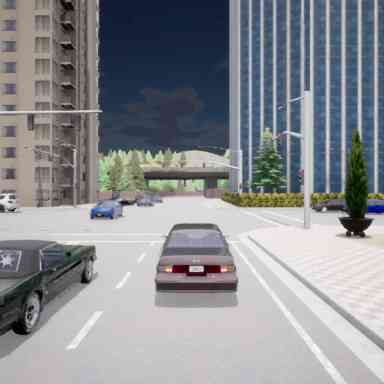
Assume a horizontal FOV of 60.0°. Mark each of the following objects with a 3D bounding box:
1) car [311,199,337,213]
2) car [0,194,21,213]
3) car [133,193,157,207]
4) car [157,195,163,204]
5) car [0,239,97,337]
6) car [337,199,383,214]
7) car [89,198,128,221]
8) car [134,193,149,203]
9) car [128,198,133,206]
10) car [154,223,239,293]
[{"bbox_3d":[15.665,1.505,36.560,4.892,1.490,1.837,0,0,0],"label":"car"},{"bbox_3d":[-21.541,1.221,35.941,5.566,2.045,2.150,0,0,2],"label":"car"},{"bbox_3d":[-6.993,1.352,49.991,2.097,1.767,4.553,0,0,0],"label":"car"},{"bbox_3d":[-6.910,1.352,65.157,2.097,1.767,4.553,0,0,1],"label":"car"},{"bbox_3d":[-3.425,1.601,6.659,1.895,1.301,4.718,0,0,1],"label":"car"},{"bbox_3d":[17.616,1.477,33.076,5.008,1.535,1.882,0,0,0],"label":"car"},{"bbox_3d":[-7.045,1.477,27.796,1.882,1.535,5.008,0,0,0],"label":"car"},{"bbox_3d":[-10.361,1.225,68.883,2.150,2.045,5.566,0,0,0],"label":"car"},{"bbox_3d":[-10.482,1.600,53.495,1.895,1.301,4.718,0,0,0],"label":"car"},{"bbox_3d":[0.093,1.547,8.998,2.033,1.411,5.357,0,0,0],"label":"car"}]
